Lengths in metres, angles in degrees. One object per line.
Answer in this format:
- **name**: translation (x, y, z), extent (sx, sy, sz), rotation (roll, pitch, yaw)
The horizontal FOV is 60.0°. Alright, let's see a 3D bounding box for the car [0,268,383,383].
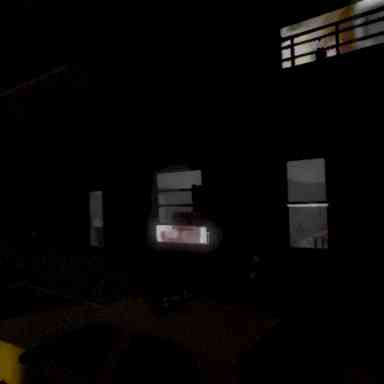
- **car**: translation (-0.387, 1.548, 3.022), extent (4.829, 1.417, 1.752), rotation (-1, -2, 36)
